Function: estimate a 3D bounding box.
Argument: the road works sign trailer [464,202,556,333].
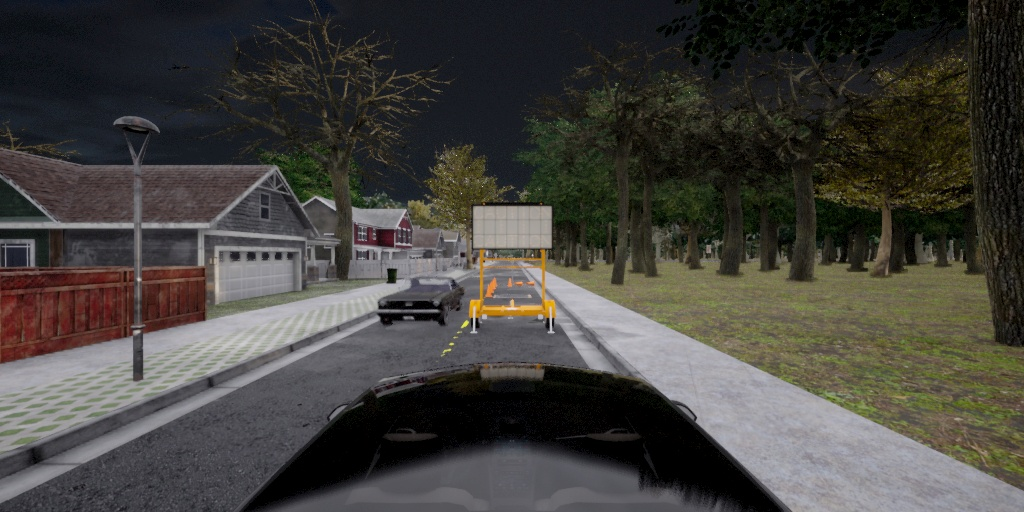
[{"bbox_3d":[0.015,0.214,10.683,2.380,3.560,2.880,0,0,0],"label":"road works sign trailer"}]

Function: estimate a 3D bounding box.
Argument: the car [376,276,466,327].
[{"bbox_3d":[-2.733,1.351,11.713,1.895,1.301,4.718,0,0,0],"label":"car"}]
